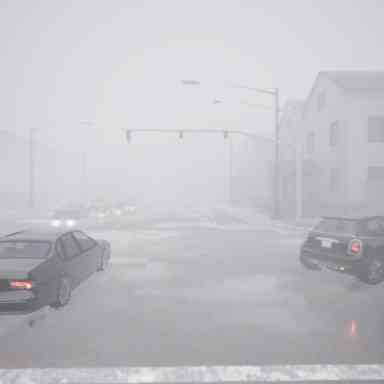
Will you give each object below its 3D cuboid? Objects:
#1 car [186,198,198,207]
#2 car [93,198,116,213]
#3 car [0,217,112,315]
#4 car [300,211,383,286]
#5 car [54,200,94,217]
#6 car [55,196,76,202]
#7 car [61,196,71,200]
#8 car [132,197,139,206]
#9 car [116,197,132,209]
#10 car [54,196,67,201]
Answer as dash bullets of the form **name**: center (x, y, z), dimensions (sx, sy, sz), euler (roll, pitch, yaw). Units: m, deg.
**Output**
- **car**: center (0.112, 1.706, 55.985), dimensions (1.812, 1.442, 4.674), euler (0, 0, 0)
- **car**: center (-10.581, 1.476, 38.225), dimensions (2.097, 1.767, 4.553), euler (0, 0, 0)
- **car**: center (-3.397, 1.575, 7.901), dimensions (2.033, 1.411, 5.357), euler (0, 0, 0)
- **car**: center (5.429, 1.441, 9.703), dimensions (4.553, 1.767, 2.097), euler (1, 0, -27)
- **car**: center (-10.591, 1.660, 29.569), dimensions (1.994, 1.385, 4.181), euler (0, 0, 0)
- **car**: center (-32.446, 1.729, 85.556), dimensions (2.038, 1.542, 4.974), euler (0, 0, 29)
- **car**: center (-31.657, 1.712, 80.189), dimensions (2.038, 1.542, 4.974), euler (0, 0, -36)
- **car**: center (-10.483, 1.681, 58.566), dimensions (2.128, 1.511, 4.902), euler (0, 0, 0)
- **car**: center (-10.546, 1.648, 48.294), dimensions (2.128, 1.511, 4.902), euler (0, 0, 0)
- **car**: center (-31.688, 1.555, 80.231), dimensions (1.853, 1.218, 4.536), euler (0, 0, -36)
